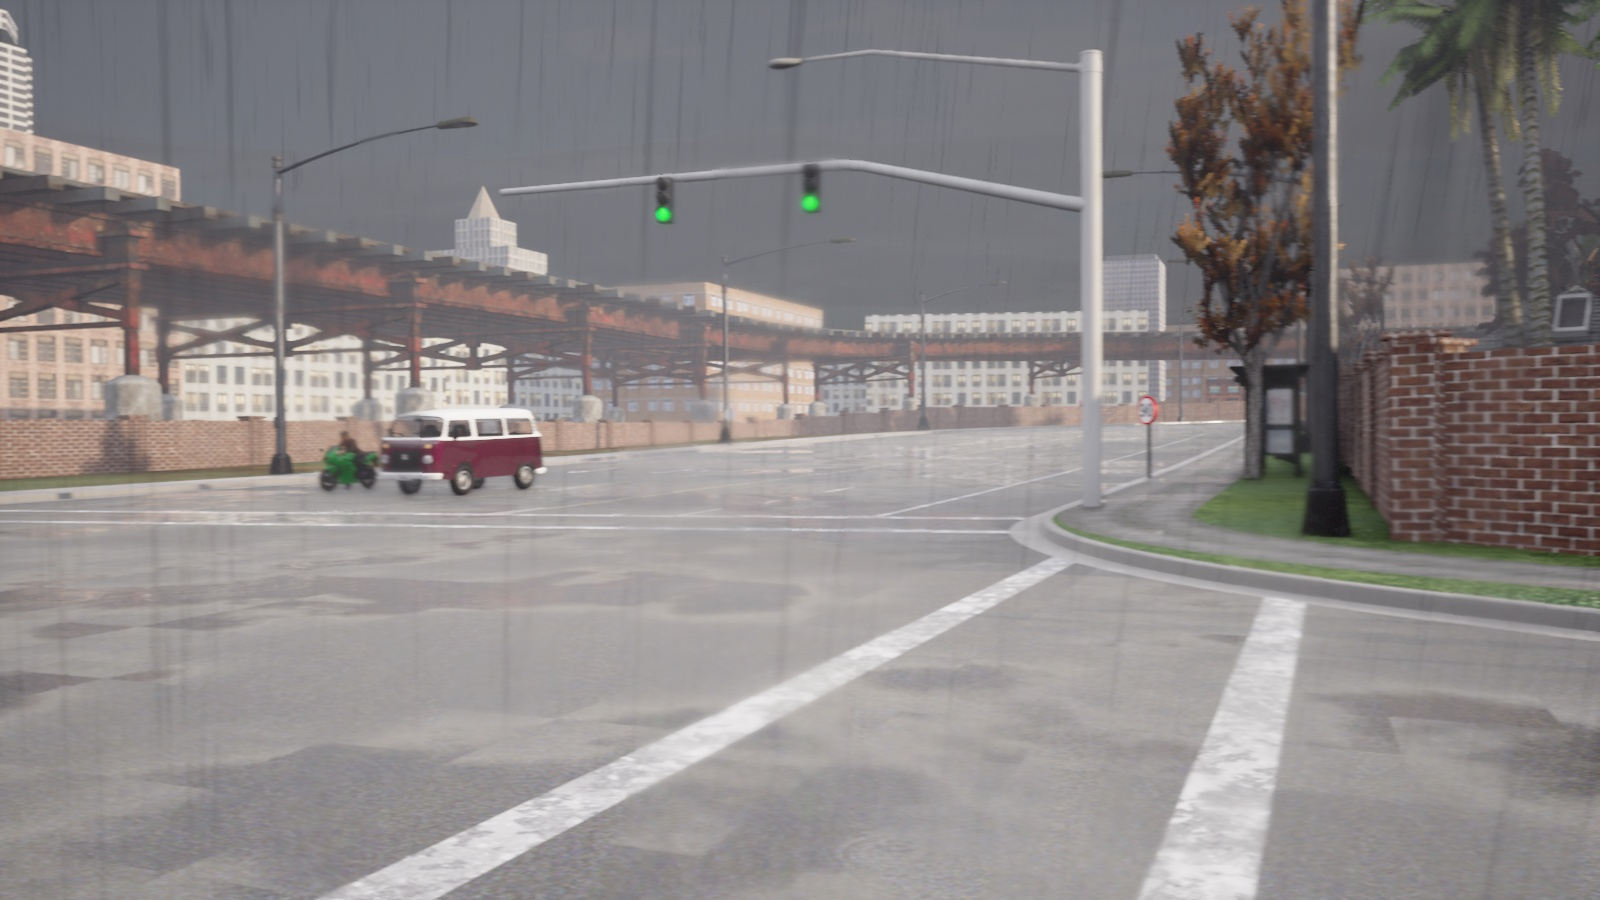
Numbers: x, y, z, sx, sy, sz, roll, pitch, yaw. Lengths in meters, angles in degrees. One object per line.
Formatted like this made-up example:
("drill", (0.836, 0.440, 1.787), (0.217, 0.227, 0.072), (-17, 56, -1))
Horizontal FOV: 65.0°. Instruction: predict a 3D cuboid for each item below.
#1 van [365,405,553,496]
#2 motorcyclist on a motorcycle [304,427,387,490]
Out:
("van", (-8.182, -0.059, 30.571), (2.069, 2.038, 4.480), (0, 2, 23))
("motorcyclist on a motorcycle", (-11.473, 0.187, 31.776), (0.797, 1.523, 2.044), (0, 2, 23))
